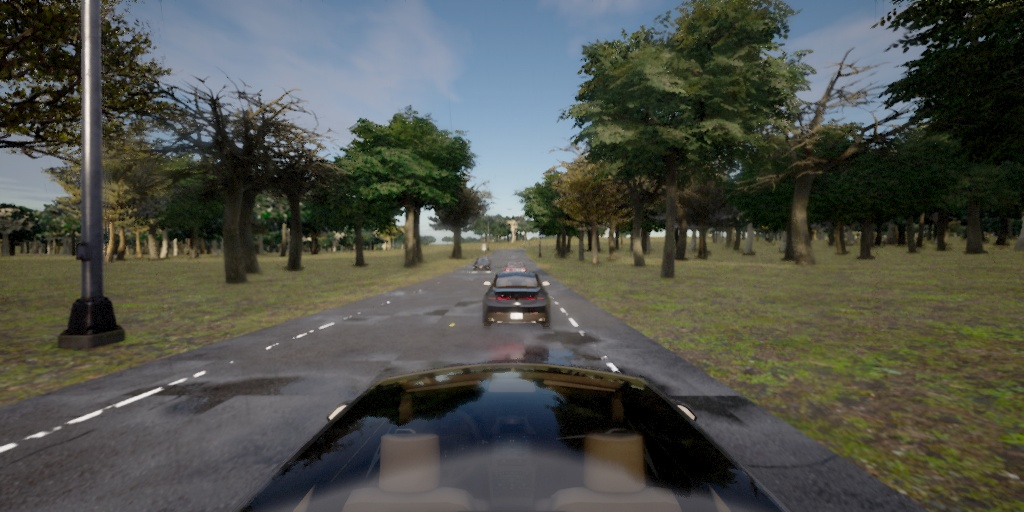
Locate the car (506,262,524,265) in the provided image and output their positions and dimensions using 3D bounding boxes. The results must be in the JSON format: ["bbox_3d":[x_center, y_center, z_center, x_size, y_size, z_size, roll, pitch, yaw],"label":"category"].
[{"bbox_3d":[0.285,1.167,30.624,1.895,1.301,4.718,0,1,0],"label":"car"}]

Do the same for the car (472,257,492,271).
[{"bbox_3d":[-3.331,0.884,40.689,1.837,1.490,4.892,0,1,0],"label":"car"}]

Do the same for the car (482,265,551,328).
[{"bbox_3d":[0.142,1.213,11.260,1.837,1.490,4.892,0,0,1],"label":"car"}]
